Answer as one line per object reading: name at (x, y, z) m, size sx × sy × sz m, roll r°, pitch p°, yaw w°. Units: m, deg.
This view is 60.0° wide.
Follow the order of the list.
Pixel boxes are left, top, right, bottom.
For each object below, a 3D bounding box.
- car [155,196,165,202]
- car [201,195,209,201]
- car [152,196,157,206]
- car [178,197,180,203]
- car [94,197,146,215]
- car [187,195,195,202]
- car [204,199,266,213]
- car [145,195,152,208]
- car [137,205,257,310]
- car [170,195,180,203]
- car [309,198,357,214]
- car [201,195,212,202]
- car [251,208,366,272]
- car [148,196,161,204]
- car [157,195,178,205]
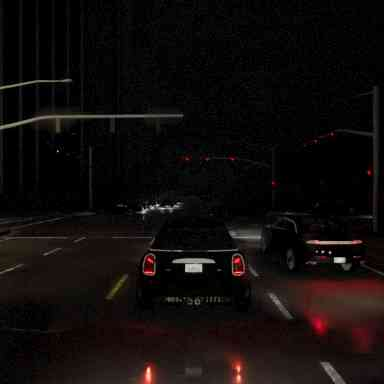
car at (-7.146, 1.594, 74.197) m, size 1.895 × 1.301 × 4.718 m, roll 0°, pitch 0°, yaw 0°
car at (3.326, 1.478, 87.950) m, size 1.882 × 1.535 × 5.008 m, roll 0°, pitch 0°, yaw 0°
car at (-7.196, 1.352, 55.358) m, size 2.097 × 1.767 × 4.553 m, roll 0°, pitch 0°, yaw 0°
car at (-3.690, 1.491, 60.279) m, size 2.128 × 1.511 × 4.902 m, roll 0°, pitch 0°, yaw 0°
car at (-7.647, 1.539, 34.542) m, size 4.892 × 1.490 × 1.837 m, roll 0°, pitch 0°, yaw 0°
car at (-0.153, 1.478, 77.866) m, size 1.882 × 1.535 × 5.008 m, roll 0°, pitch 0°, yaw 0°
car at (4.120, 1.570, 29.575) m, size 5.357 × 1.411 × 2.033 m, roll 0°, pitch 0°, yaw -22°
car at (-7.185, 1.526, 46.455) m, size 1.812 × 1.442 × 4.674 m, roll 0°, pitch 0°, yaw 0°
car at (0.042, 1.352, 7.953) m, size 2.097 × 1.767 × 4.553 m, roll 0°, pitch 0°, yaw 0°
car at (-3.639, 1.500, 70.490) m, size 1.837 × 1.490 × 4.892 m, roll 0°, pitch 0°, yaw 0°
car at (14.604, 1.409, 34.705) m, size 4.553 × 1.767 × 2.097 m, roll 0°, pitch 0°, yaw 2°
car at (3.359, 1.500, 72.585) m, size 1.837 × 1.490 × 4.892 m, roll 0°, pitch 0°, yaw 0°
car at (3.598, 1.492, 10.763) m, size 2.128 × 1.511 × 4.902 m, roll 0°, pitch 0°, yaw -3°
car at (-7.177, 1.526, 64.154) m, size 1.812 × 1.442 × 4.674 m, roll 0°, pitch 0°, yaw 0°
car at (-3.689, 1.547, 50.777) m, size 2.033 × 1.411 × 5.357 m, roll 0°, pitch 0°, yaw 0°
